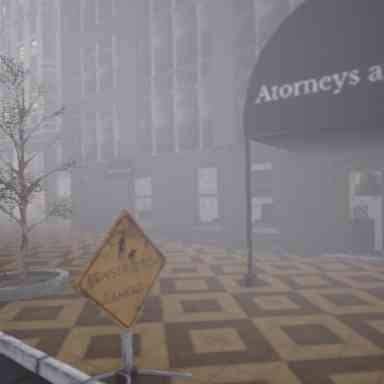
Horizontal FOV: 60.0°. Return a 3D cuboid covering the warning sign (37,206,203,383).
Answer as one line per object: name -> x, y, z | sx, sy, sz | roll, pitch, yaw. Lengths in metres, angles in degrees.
warning sign -> -0.715, 1.115, 3.554 | 1.060, 1.860, 1.300 | -2, 0, 35
